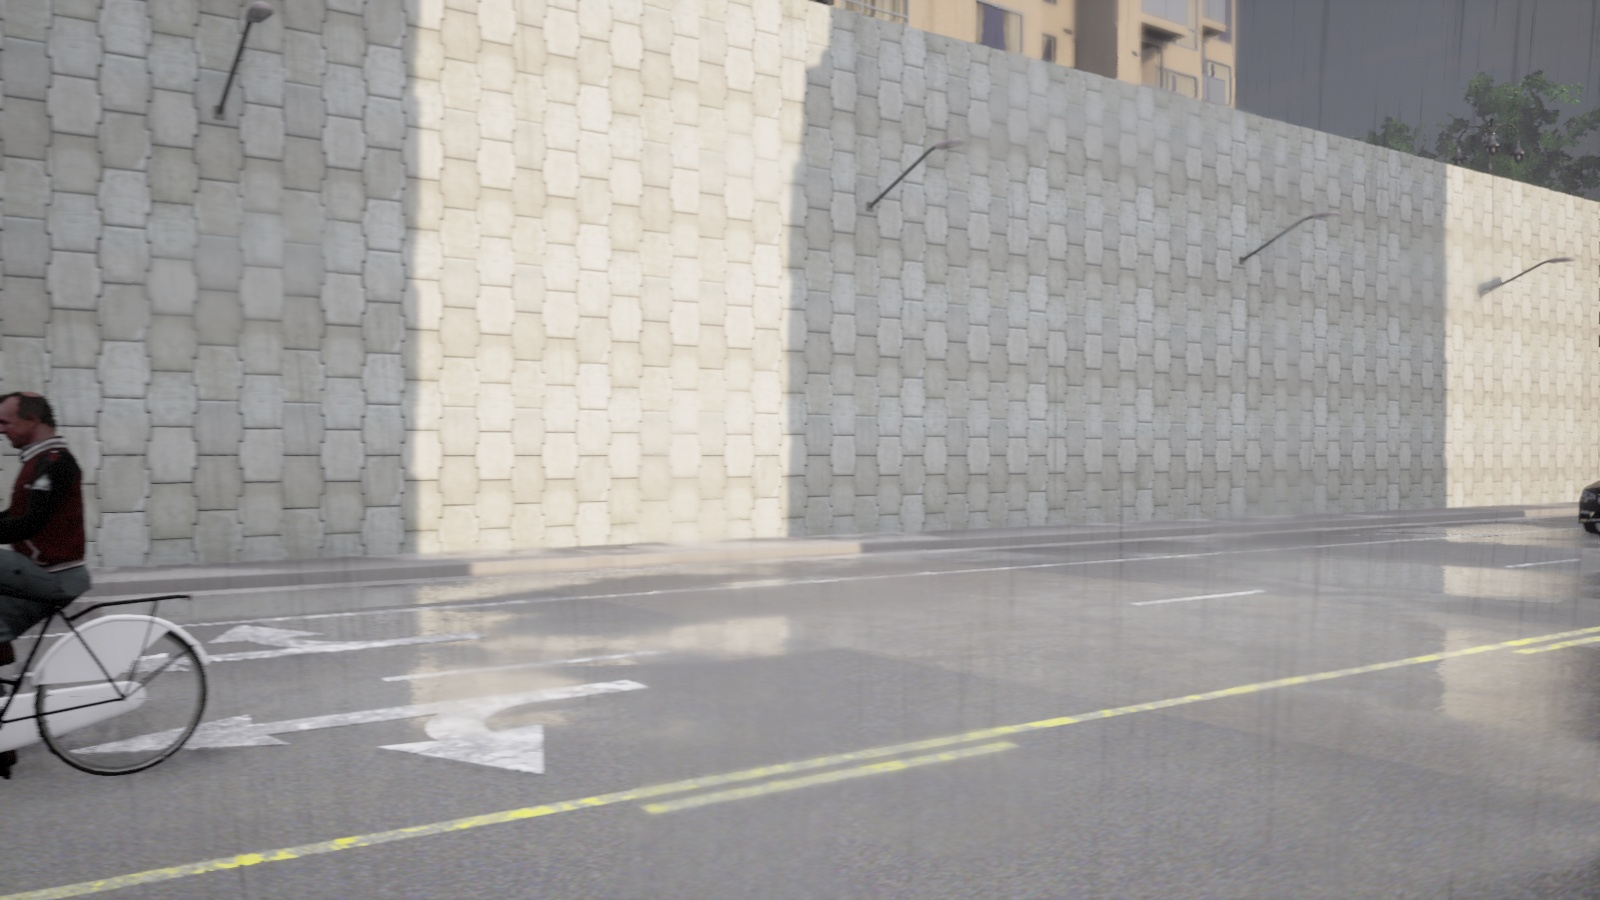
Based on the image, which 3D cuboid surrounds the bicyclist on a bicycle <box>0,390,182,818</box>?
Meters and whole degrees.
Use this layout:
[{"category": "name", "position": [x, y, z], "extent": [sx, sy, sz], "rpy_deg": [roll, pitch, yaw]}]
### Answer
[{"category": "bicyclist on a bicycle", "position": [-3.705, 0.637, 5.345], "extent": [1.843, 1.776, 0.659], "rpy_deg": [0, 0, -35]}]

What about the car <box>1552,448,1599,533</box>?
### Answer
[{"category": "car", "position": [16.457, 0.724, 23.642], "extent": [4.902, 1.511, 2.128], "rpy_deg": [0, 0, -35]}]
